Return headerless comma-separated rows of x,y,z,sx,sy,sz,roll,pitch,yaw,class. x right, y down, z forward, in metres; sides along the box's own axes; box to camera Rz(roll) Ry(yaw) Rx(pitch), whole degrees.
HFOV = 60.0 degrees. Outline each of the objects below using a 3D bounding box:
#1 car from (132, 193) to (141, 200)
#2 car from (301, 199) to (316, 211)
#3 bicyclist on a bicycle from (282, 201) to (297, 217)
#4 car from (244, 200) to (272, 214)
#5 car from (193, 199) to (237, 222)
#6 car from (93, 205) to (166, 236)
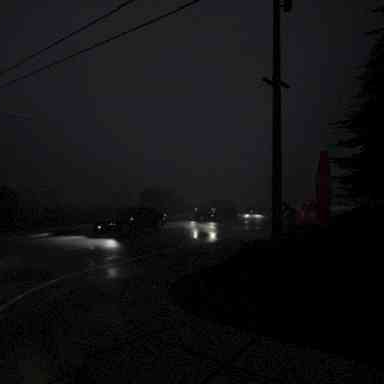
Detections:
-14.480,1.240,86.919,3.866,1.878,1.905,-2,6,-11,car
14.727,1.543,40.466,2.128,1.511,4.902,0,0,33,car
5.417,1.345,18.981,1.656,1.620,0.582,0,0,33,bicyclist on a bicycle
7.540,1.603,36.102,2.033,1.411,5.357,0,0,33,car
1.976,1.407,27.465,2.097,1.767,4.553,0,0,33,car
-3.427,1.559,19.059,1.837,1.490,4.892,0,0,33,car
